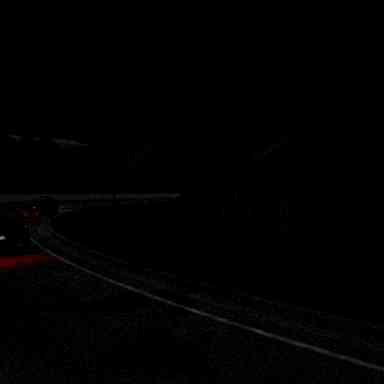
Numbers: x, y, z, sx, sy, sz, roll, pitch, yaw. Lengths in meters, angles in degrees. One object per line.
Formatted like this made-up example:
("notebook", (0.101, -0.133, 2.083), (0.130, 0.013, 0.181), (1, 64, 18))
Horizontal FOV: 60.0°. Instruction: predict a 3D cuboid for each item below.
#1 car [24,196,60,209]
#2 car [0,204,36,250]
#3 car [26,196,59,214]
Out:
("car", (-17.637, 1.199, 39.398), (1.812, 1.442, 4.674), (1, 0, 4))
("car", (-7.704, 1.351, 13.067), (1.882, 1.535, 5.008), (0, 0, -34))
("car", (-14.204, 1.214, 31.802), (1.882, 1.535, 5.008), (0, 0, -6))
